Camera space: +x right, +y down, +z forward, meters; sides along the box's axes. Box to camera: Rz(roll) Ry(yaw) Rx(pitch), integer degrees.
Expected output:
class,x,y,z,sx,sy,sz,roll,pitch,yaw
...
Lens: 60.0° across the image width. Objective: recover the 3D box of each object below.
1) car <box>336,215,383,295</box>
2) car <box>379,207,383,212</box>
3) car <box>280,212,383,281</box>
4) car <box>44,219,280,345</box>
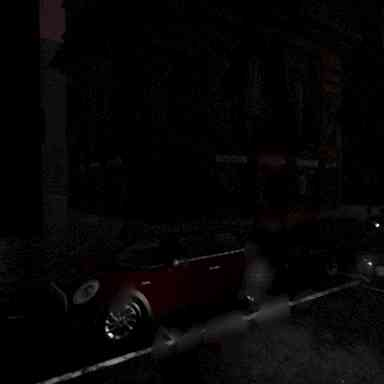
class,x,y,z,sx,sy,sz,roll,pitch,yaw
car,5.607,1.349,7.316,4.902,1.511,2.128,-1,1,-35
car,8.612,1.082,12.685,5.009,1.841,2.192,-1,1,-35
car,4.036,1.424,9.462,4.313,1.339,1.947,-1,1,-35
car,-0.545,1.389,6.235,4.097,1.590,1.967,-1,1,-35
